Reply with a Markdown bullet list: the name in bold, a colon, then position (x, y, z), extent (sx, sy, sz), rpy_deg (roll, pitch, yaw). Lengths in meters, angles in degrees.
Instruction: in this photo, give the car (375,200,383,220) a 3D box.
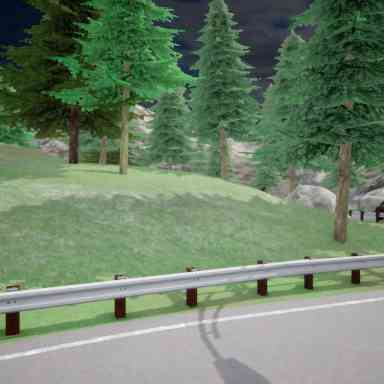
- **car**: position (16.344, 1.367, 25.262), extent (2.097, 1.767, 4.553), rpy_deg (0, 0, -19)
